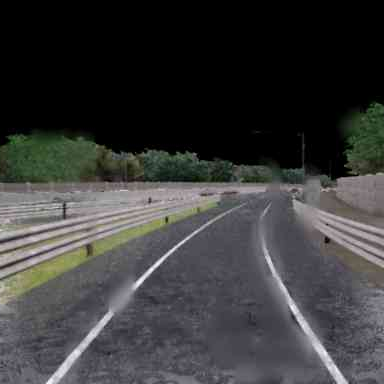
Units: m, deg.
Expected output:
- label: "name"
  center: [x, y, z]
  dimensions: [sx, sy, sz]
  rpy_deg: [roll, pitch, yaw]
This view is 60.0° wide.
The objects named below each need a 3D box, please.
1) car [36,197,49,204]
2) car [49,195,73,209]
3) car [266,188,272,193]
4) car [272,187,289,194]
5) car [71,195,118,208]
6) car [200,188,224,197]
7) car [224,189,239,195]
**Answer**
- label: "car"
  center: [-15.984, 1.174, 39.959]
  dimensions: [1.895, 1.301, 4.718]
  rpy_deg: [1, 2, 35]
- label: "car"
  center: [-13.118, 1.115, 37.947]
  dimensions: [2.128, 1.511, 4.902]
  rpy_deg: [1, 2, 35]
- label: "car"
  center: [21.077, -0.358, 87.472]
  dimensions: [1.837, 1.490, 4.892]
  rpy_deg: [1, 2, 35]
- label: "car"
  center: [22.819, -0.234, 83.835]
  dimensions: [2.033, 1.411, 5.357]
  rpy_deg: [1, 2, 35]
- label: "car"
  center: [-10.223, 1.267, 35.983]
  dimensions: [1.895, 1.301, 4.718]
  rpy_deg: [1, 2, 35]
- label: "car"
  center: [3.455, 0.193, 61.945]
  dimensions: [2.097, 1.767, 4.553]
  rpy_deg: [1, 2, 35]
- label: "car"
  center: [9.118, 0.033, 76.312]
  dimensions: [1.895, 1.301, 4.718]
  rpy_deg: [1, 2, 35]
